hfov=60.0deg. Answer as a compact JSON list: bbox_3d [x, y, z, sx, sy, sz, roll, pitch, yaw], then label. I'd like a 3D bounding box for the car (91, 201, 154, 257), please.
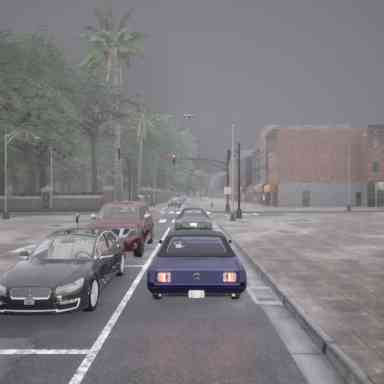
[{"bbox_3d":[-2.660,1.318,13.052,2.192,1.841,5.009,0,0,0],"label":"car"}]

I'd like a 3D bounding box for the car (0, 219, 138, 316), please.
[{"bbox_3d":[-2.650,1.551,7.588,2.008,1.369,4.403,0,0,0],"label":"car"}]

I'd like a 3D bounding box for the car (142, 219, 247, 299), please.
[{"bbox_3d":[0.086,1.601,8.372,1.895,1.301,4.718,0,0,0],"label":"car"}]

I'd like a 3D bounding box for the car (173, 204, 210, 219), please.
[{"bbox_3d":[0.065,1.573,18.415,1.994,1.385,4.181,0,0,0],"label":"car"}]

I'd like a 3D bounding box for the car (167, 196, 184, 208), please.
[{"bbox_3d":[-2.724,1.542,51.201,1.967,1.590,4.097,0,0,0],"label":"car"}]
